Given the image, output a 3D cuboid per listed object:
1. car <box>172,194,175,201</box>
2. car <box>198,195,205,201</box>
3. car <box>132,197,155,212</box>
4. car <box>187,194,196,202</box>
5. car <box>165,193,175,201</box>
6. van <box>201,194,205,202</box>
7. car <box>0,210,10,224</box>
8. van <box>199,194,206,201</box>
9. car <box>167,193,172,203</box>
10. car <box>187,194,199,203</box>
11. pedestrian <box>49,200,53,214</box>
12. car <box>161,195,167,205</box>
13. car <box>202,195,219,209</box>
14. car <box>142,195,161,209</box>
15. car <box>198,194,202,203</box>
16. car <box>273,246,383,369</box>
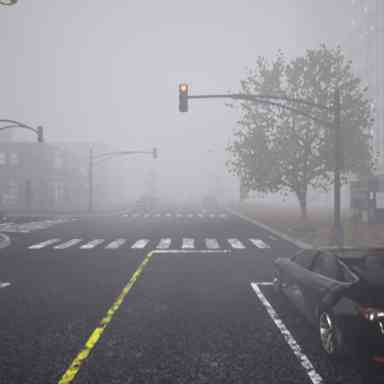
[{"bbox_3d":[-5.806,1.551,82.616,2.008,1.369,4.403,0,0,0],"label":"car"},{"bbox_3d":[2.567,1.526,88.352,1.752,1.417,4.829,0,0,0],"label":"car"},{"bbox_3d":[-5.741,1.581,38.208,1.802,1.307,4.206,0,0,0],"label":"car"},{"bbox_3d":[-0.113,1.355,79.430,2.097,1.767,4.553,0,0,0],"label":"car"},{"bbox_3d":[-5.813,1.315,88.167,2.192,1.841,5.009,0,0,0],"label":"car"},{"bbox_3d":[2.624,1.340,49.325,1.690,1.788,3.998,0,0,0],"label":"van"},{"bbox_3d":[-14.168,1.358,21.253,4.674,1.442,1.812,1,0,3],"label":"car"},{"bbox_3d":[2.576,1.341,82.631,1.690,1.788,3.998,0,0,0],"label":"van"},{"bbox_3d":[-5.789,1.525,71.344,1.752,1.417,4.829,0,0,0],"label":"car"},{"bbox_3d":[-0.008,1.563,69.511,1.994,1.385,4.181,0,0,0],"label":"car"},{"bbox_3d":[-12.792,1.316,30.201,0.375,1.300,0.375,0,-1,-1],"label":"pedestrian"},{"bbox_3d":[-5.765,1.550,54.861,2.008,1.369,4.403,0,0,0],"label":"car"},{"bbox_3d":[2.631,1.524,43.943,1.752,1.417,4.829,0,0,0],"label":"car"},{"bbox_3d":[-5.748,1.314,43.759,2.192,1.841,5.009,0,0,0],"label":"car"},{"bbox_3d":[2.607,1.550,60.427,2.008,1.369,4.403,0,0,0],"label":"car"},{"bbox_3d":[2.687,1.566,5.744,1.947,1.339,4.313,0,0,0],"label":"car"}]
